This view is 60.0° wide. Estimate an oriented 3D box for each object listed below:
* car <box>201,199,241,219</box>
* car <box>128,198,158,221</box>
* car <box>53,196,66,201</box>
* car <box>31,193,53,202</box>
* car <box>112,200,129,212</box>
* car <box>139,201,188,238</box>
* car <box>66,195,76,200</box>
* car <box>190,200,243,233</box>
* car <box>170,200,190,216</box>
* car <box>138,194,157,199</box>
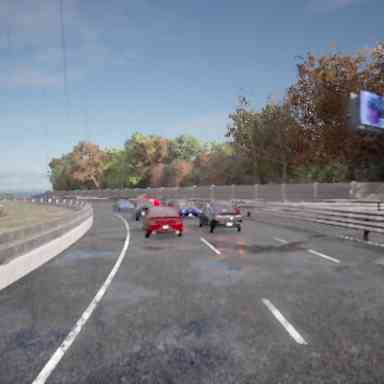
[{"bbox_3d":[2.550,1.488,30.596,1.882,1.535,5.008,0,0,-17],"label":"car"},{"bbox_3d":[-4.039,1.555,28.223,1.837,1.490,4.892,0,0,-16],"label":"car"},{"bbox_3d":[-33.777,1.694,81.765,4.718,1.301,1.895,0,0,39],"label":"car"},{"bbox_3d":[-36.104,1.336,79.149,5.566,2.045,2.150,0,0,39],"label":"car"},{"bbox_3d":[-8.511,1.637,40.817,2.033,1.411,5.357,0,0,-23],"label":"car"},{"bbox_3d":[-1.695,1.504,18.184,1.882,1.535,5.008,0,0,-11],"label":"car"},{"bbox_3d":[-31.429,1.564,84.363,5.008,1.535,1.882,0,0,39],"label":"car"},{"bbox_3d":[1.547,1.499,19.945,2.128,1.511,4.902,0,0,-11],"label":"car"},{"bbox_3d":[-0.808,1.632,29.634,1.895,1.301,4.718,0,0,-18],"label":"car"},{"bbox_3d":[-6.125,1.300,44.100,2.150,2.045,5.566,0,0,-24],"label":"car"}]
